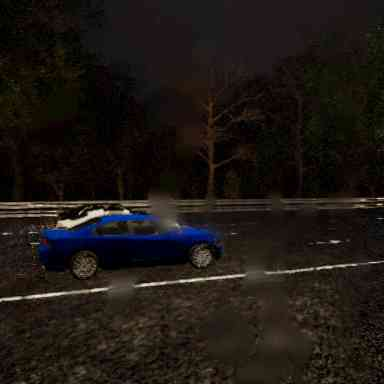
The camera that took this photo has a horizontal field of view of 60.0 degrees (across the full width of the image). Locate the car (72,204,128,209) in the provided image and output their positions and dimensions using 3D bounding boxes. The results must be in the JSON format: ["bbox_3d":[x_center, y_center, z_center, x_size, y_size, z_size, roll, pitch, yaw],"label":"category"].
[{"bbox_3d":[-2.726,1.364,12.691,4.674,1.442,1.812,0,1,-19],"label":"car"}]

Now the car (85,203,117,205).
[{"bbox_3d":[-3.896,1.284,15.989,4.892,1.490,1.837,0,1,-19],"label":"car"}]

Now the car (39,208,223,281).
[{"bbox_3d":[-1.557,1.365,9.391,5.008,1.535,1.882,0,1,-19],"label":"car"}]
